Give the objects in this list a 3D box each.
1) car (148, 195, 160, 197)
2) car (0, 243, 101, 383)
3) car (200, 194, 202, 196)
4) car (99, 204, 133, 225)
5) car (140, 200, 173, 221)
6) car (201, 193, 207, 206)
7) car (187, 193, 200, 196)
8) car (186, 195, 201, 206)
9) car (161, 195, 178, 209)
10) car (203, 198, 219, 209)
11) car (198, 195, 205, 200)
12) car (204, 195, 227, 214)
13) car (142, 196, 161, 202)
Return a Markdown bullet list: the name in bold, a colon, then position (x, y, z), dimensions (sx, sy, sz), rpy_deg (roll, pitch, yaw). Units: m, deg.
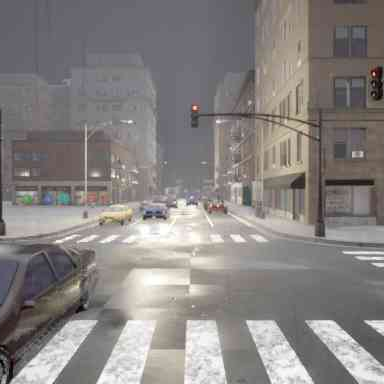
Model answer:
- **car**: position (-5.400, 1.317, 46.718), dimensions (2.192, 1.841, 5.009), rpy_deg (0, 0, 0)
- **car**: position (-2.849, 1.545, 4.926), dimensions (2.033, 1.411, 5.357), rpy_deg (0, 0, 0)
- **car**: position (2.619, 1.555, 69.367), dimensions (2.008, 1.369, 4.403), rpy_deg (0, 0, 0)
- **car**: position (-5.394, 1.526, 23.900), dimensions (1.752, 1.417, 4.829), rpy_deg (0, 0, 0)
- **car**: position (-2.856, 1.602, 27.069), dimensions (1.895, 1.301, 4.718), rpy_deg (0, 0, 0)
- **car**: position (2.627, 1.317, 41.058), dimensions (2.192, 1.841, 5.009), rpy_deg (0, 0, 0)
- **car**: position (-0.017, 1.225, 64.189), dimensions (2.150, 2.045, 5.566), rpy_deg (0, 0, 0)
- **car**: position (-0.014, 1.604, 53.887), dimensions (1.895, 1.301, 4.718), rpy_deg (0, 0, 0)
- **car**: position (-2.853, 1.549, 44.898), dimensions (2.033, 1.411, 5.357), rpy_deg (0, 0, 0)
- **car**: position (2.625, 1.568, 46.720), dimensions (1.947, 1.339, 4.313), rpy_deg (0, 0, 0)
- **car**: position (2.613, 1.575, 92.015), dimensions (1.947, 1.339, 4.313), rpy_deg (0, 0, 0)
- **car**: position (2.628, 1.441, 35.396), dimensions (1.967, 1.590, 4.097), rpy_deg (0, 0, 0)
- **car**: position (-5.398, 1.553, 41.056), dimensions (2.008, 1.369, 4.403), rpy_deg (0, 0, 0)
